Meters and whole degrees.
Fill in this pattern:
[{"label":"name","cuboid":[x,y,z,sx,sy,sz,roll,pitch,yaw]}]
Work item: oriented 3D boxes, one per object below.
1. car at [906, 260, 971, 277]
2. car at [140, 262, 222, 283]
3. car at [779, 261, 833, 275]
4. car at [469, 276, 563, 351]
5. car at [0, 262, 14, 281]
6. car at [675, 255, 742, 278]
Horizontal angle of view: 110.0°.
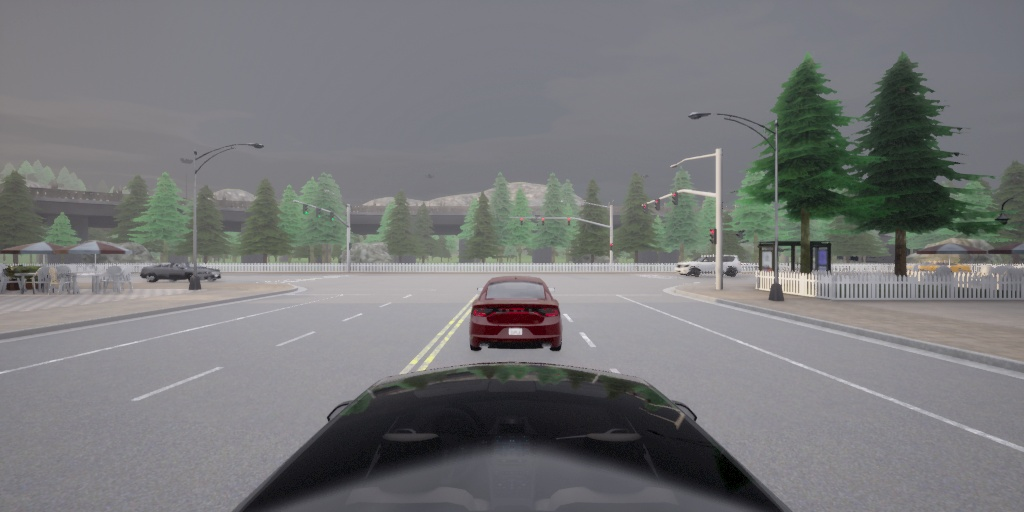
[{"label":"car","cuboid":[38.220,1.172,32.620,5.008,1.535,1.882,0,0,6]},{"label":"car","cuboid":[-24.146,1.186,26.259,4.902,1.511,2.128,0,0,-2]},{"label":"car","cuboid":[29.939,1.220,36.531,4.674,1.442,1.812,0,0,2]},{"label":"car","cuboid":[0.100,1.228,9.014,1.882,1.535,5.008,0,0,1]},{"label":"car","cuboid":[-37.750,1.173,26.040,5.008,1.535,1.882,1,0,-6]},{"label":"car","cuboid":[18.174,0.915,33.212,5.566,2.045,2.150,0,0,0]}]
